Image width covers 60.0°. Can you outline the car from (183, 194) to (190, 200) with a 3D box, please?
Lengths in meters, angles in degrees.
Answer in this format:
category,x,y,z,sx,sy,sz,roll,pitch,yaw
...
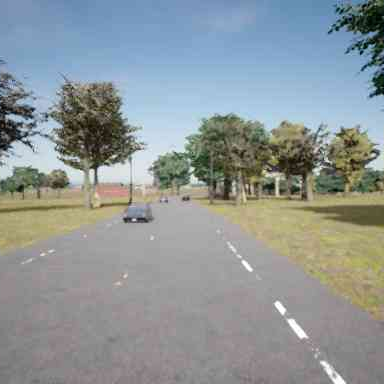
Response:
category,x,y,z,sx,sy,sz,roll,pitch,yaw
car,-1.451,1.339,93.209,1.837,1.490,4.892,0,0,1

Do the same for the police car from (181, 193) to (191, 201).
category,x,y,z,sx,sy,sz,roll,pitch,yaw
police car,-1.434,1.323,77.379,1.930,1.638,5.238,0,0,-1

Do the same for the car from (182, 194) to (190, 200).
category,x,y,z,sx,sy,sz,roll,pitch,yaw
car,-1.485,1.336,87.233,1.882,1.535,5.008,0,0,0

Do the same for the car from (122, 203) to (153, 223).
category,x,y,z,sx,sy,sz,roll,pitch,yaw
car,-4.074,1.544,25.710,2.033,1.411,5.357,0,0,-2

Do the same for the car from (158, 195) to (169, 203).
category,x,y,z,sx,sy,sz,roll,pitch,yaw
car,-5.814,1.455,68.038,2.128,1.511,4.902,0,0,-1
